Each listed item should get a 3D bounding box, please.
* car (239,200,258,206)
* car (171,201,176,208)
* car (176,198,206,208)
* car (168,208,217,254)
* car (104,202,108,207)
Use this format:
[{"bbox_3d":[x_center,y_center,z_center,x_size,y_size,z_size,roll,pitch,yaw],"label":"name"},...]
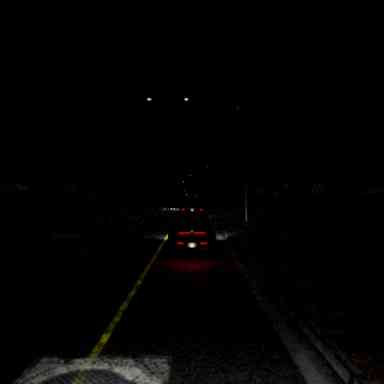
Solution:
[{"bbox_3d":[12.405,2.417,72.463,4.313,1.339,1.947,0,-1,0],"label":"car"},{"bbox_3d":[-2.730,2.319,61.783,2.033,1.411,5.357,0,-1,0],"label":"car"},{"bbox_3d":[0.010,1.546,29.037,2.150,2.045,5.566,0,-1,0],"label":"car"},{"bbox_3d":[0.008,1.663,14.318,1.837,1.490,4.892,0,0,0],"label":"car"},{"bbox_3d":[-20.581,2.682,72.463,4.403,1.369,2.008,-1,-1,0],"label":"car"}]
